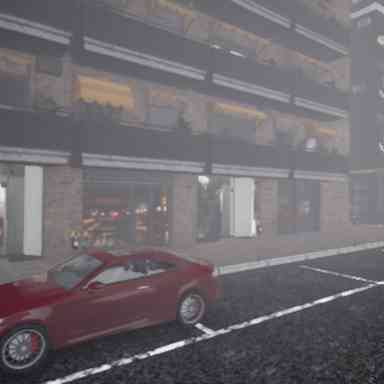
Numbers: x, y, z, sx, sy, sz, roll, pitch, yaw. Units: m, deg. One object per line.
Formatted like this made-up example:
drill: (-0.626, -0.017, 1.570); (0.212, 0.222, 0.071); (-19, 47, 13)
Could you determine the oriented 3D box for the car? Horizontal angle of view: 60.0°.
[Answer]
car: (-1.395, 1.604, 5.563); (4.206, 1.307, 1.802); (1, 0, -36)
